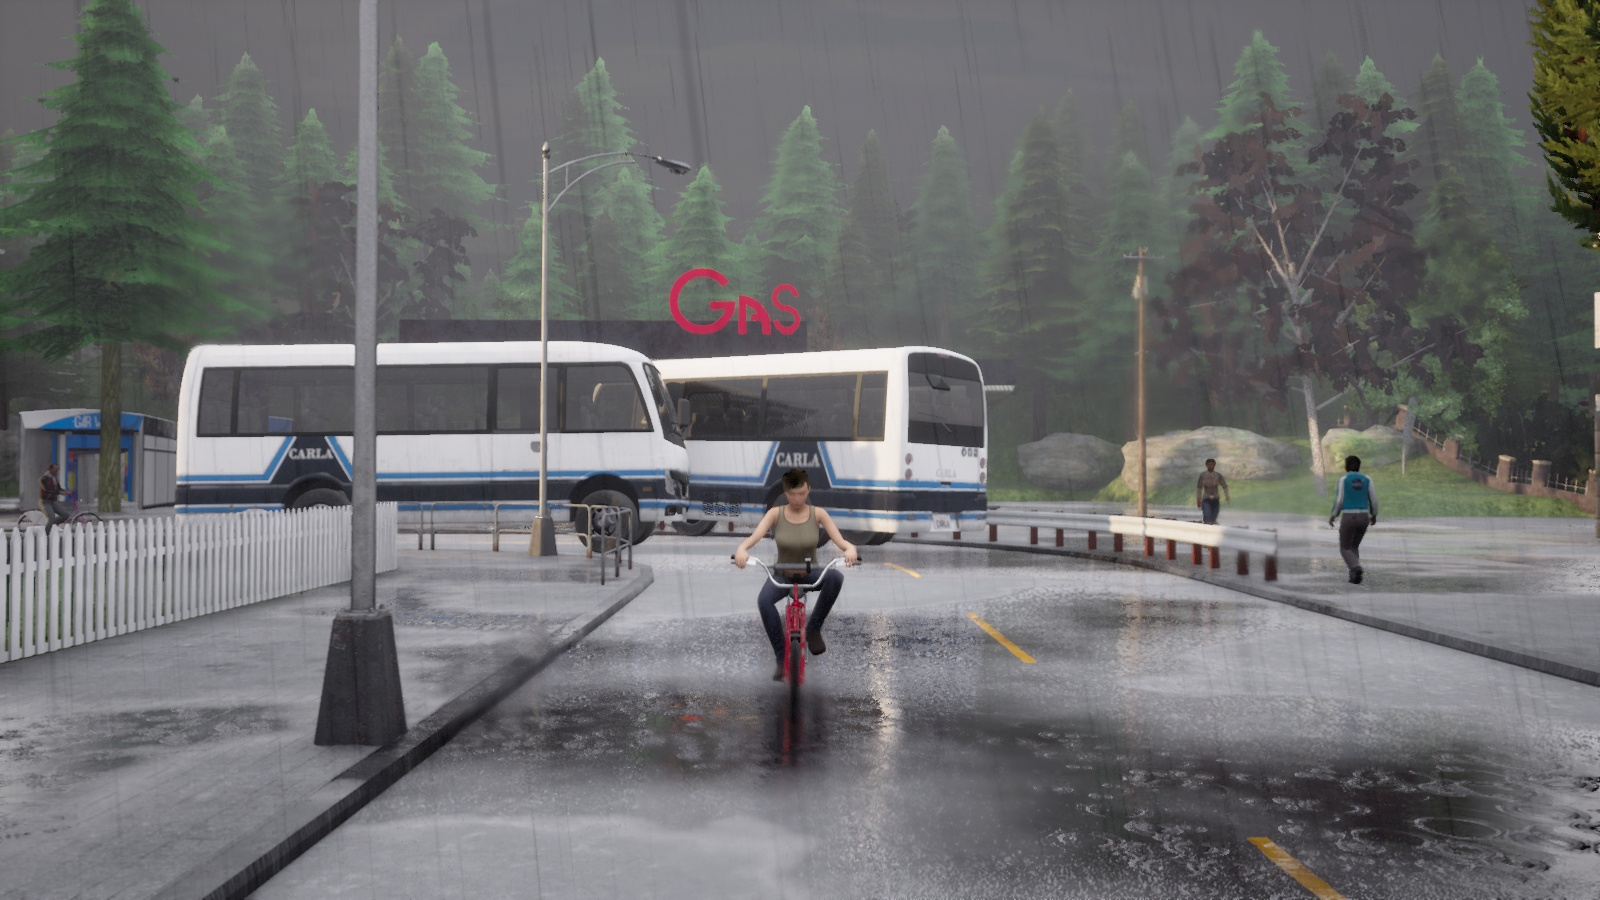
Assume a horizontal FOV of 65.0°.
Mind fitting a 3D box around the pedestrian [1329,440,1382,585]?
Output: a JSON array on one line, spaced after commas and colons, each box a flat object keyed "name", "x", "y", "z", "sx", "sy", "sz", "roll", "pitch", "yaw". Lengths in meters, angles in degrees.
[{"name": "pedestrian", "x": 7.567, "y": 0.843, "z": 17.117, "sx": 0.396, "sy": 1.930, "sz": 0.692, "roll": 0, "pitch": -1, "yaw": 1}]

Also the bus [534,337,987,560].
[{"name": "bus", "x": -1.231, "y": 0.028, "z": 28.746, "sx": 10.273, "sy": 4.253, "sz": 3.944, "roll": 0, "pitch": -2, "yaw": 40}]

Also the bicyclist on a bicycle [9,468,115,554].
[{"name": "bicyclist on a bicycle", "x": -15.588, "y": 1.286, "z": 26.544, "sx": 1.843, "sy": 1.776, "sz": 0.659, "roll": 0, "pitch": -1, "yaw": 0}]

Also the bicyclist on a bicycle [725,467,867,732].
[{"name": "bicyclist on a bicycle", "x": -0.017, "y": 0.927, "z": 8.458, "sx": 0.866, "sy": 1.612, "sz": 1.509, "roll": 0, "pitch": -1, "yaw": 1}]

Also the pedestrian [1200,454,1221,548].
[{"name": "pedestrian", "x": 8.023, "y": 0.986, "z": 24.542, "sx": 0.328, "sy": 1.805, "sz": 0.869, "roll": -1, "pitch": -1, "yaw": 15}]

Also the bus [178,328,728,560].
[{"name": "bus", "x": -6.797, "y": -0.006, "z": 26.102, "sx": 10.273, "sy": 4.253, "sz": 3.944, "roll": -1, "pitch": -3, "yaw": 0}]
